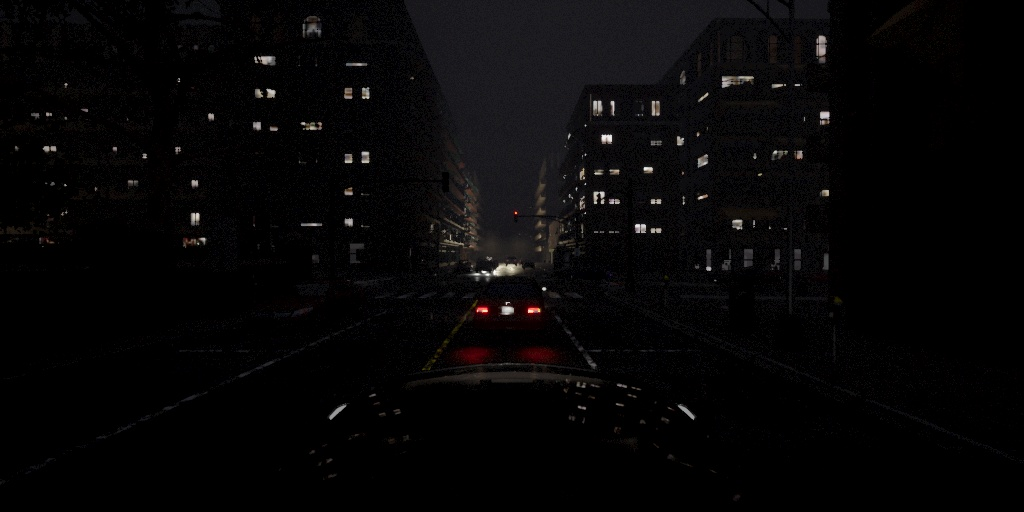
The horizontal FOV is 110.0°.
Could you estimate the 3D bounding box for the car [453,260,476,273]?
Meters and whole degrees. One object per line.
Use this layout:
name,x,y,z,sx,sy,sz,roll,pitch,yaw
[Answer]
car,-5.819,1.188,42.985,1.967,1.591,4.097,0,0,0

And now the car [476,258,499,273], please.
car,-3.200,1.296,43.263,2.033,1.411,5.357,0,0,4

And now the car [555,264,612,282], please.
car,5.876,1.345,29.673,4.674,1.442,1.812,2,0,15

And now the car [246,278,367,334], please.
car,-5.715,1.331,10.574,1.802,1.307,4.207,0,0,0

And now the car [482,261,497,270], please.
car,-3.242,1.349,53.213,1.895,1.301,4.718,0,0,0

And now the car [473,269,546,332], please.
car,0.050,1.297,10.789,2.033,1.411,5.357,0,0,3

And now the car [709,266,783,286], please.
car,18.588,1.698,28.905,4.718,1.301,1.895,1,0,-1

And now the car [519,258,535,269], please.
car,2.525,1.299,54.284,2.007,1.370,4.403,0,0,0

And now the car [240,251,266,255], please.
car,-17.611,0.694,25.146,5.566,2.045,2.150,1,0,-1

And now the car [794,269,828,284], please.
car,26.960,1.813,31.595,4.207,1.307,1.802,0,0,-1

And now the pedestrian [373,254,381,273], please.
pedestrian,-12.814,0.652,33.955,0.375,1.860,0.375,0,-1,-1
